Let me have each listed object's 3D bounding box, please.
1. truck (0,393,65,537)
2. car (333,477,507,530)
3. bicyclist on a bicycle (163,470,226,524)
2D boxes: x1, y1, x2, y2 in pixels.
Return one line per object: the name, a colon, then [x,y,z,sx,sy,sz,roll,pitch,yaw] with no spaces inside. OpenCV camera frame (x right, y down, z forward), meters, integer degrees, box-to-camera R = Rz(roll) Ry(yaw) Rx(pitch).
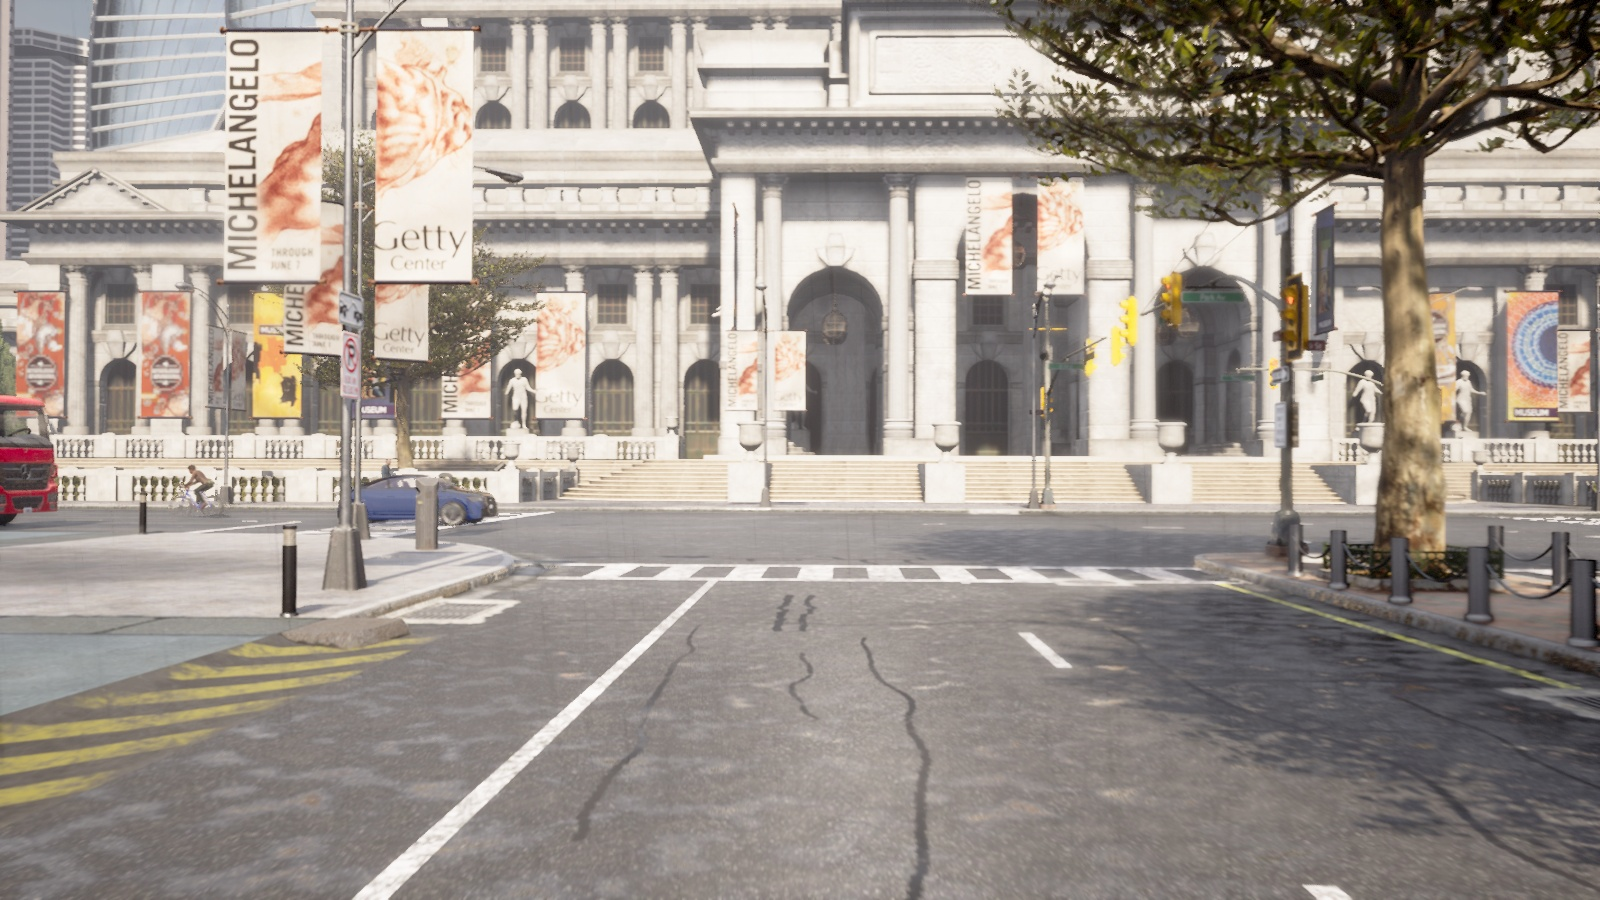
truck: [-23.187,0.407,31.402,7.936,3.462,2.891,0,-1,1]
car: [-10.377,1.445,34.510,4.181,1.385,1.994,0,-1,2]
bicyclist on a bicycle: [-18.433,1.425,38.255,1.656,1.620,0.582,-1,-1,2]
